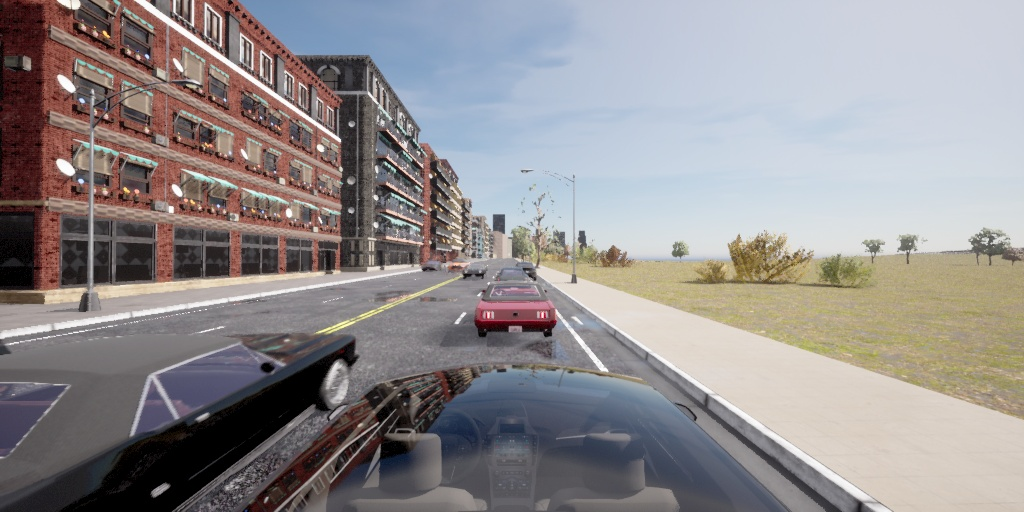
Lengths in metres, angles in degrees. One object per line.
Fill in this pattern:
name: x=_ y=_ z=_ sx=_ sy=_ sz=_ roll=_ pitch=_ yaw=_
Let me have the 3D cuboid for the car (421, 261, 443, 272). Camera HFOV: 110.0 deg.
car: x=-9.986 y=1.300 z=45.339 sx=2.033 sy=1.411 sz=5.357 roll=0 pitch=0 yaw=0

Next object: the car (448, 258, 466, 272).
car: x=-6.734 y=1.105 z=45.270 sx=2.097 sy=1.767 sz=4.553 roll=0 pitch=0 yaw=0

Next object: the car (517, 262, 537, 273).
car: x=1.049 y=1.259 z=30.270 sx=1.837 sy=1.490 sz=4.892 roll=0 pitch=0 yaw=0

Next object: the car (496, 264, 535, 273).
car: x=0.034 y=1.317 z=20.277 sx=1.994 sy=1.385 sz=4.181 roll=0 pitch=0 yaw=0

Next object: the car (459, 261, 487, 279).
car: x=-3.245 y=1.354 z=32.239 sx=1.895 sy=1.301 sz=4.718 roll=0 pitch=0 yaw=0

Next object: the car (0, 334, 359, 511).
car: x=-3.156 y=1.351 z=3.125 sx=1.895 sy=1.301 sz=4.718 roll=0 pitch=0 yaw=0

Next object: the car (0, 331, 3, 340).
car: x=-6.602 y=1.255 z=2.027 sx=1.837 sy=1.490 sz=4.892 roll=0 pitch=0 yaw=0

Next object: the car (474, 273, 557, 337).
car: x=0.074 y=1.352 z=10.246 sx=1.895 sy=1.301 sz=4.718 roll=0 pitch=0 yaw=0
